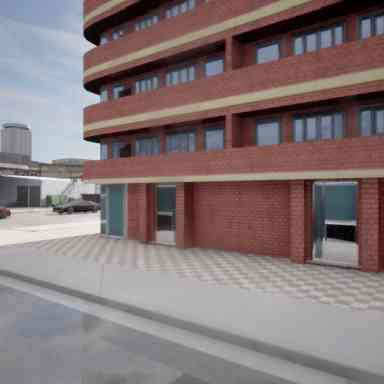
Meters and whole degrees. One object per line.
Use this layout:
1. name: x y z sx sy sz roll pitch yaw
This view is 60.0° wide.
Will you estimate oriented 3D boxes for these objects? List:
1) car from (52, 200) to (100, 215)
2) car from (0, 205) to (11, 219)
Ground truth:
1. car: -11.730 1.547 34.630 2.033 1.411 5.357 0 0 34
2. car: -17.040 1.564 26.903 1.994 1.385 4.181 0 0 34
